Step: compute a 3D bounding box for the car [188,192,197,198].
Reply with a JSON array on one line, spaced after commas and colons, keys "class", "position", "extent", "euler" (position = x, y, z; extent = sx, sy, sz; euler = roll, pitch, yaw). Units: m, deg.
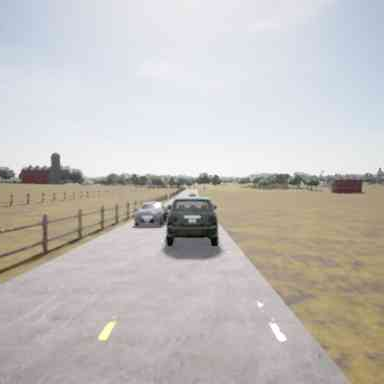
[{"class": "car", "position": [0.098, 0.744, 83.071], "extent": [2.033, 1.411, 5.357], "euler": [0, 1, 0]}]

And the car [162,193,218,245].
[{"class": "car", "position": [0.011, 1.213, 15.589], "extent": [2.150, 2.045, 5.566], "euler": [0, 0, 0]}]

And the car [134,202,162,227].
[{"class": "car", "position": [-2.746, 1.465, 22.903], "extent": [2.128, 1.511, 4.902], "euler": [0, 0, 0]}]
